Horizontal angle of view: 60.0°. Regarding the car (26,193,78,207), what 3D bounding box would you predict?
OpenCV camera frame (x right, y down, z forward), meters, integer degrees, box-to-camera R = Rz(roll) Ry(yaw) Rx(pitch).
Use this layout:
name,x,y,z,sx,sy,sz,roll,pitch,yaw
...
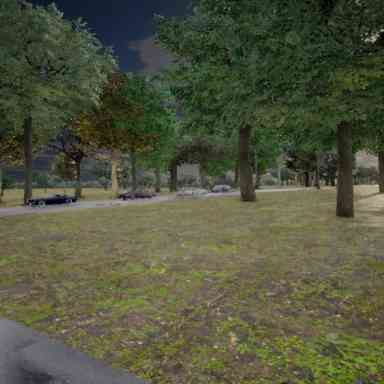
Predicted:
name,x,y,z,sx,sy,sz,roll,pitch,yaw
car,-14.159,0.784,33.652,1.895,1.301,4.718,-1,2,38

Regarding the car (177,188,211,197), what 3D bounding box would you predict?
name,x,y,z,sx,sy,sz,roll,pitch,yaw
car,0.156,0.024,46.196,1.895,1.301,4.718,-1,2,37

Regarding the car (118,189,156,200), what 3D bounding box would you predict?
name,x,y,z,sx,sy,sz,roll,pitch,yaw
car,-7.011,0.270,42.937,2.033,1.411,5.357,-1,2,38

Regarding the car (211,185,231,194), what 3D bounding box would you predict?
name,x,y,z,sx,sy,sz,roll,pitch,yaw
car,5.065,-0.502,58.512,1.837,1.490,4.892,-1,1,38
